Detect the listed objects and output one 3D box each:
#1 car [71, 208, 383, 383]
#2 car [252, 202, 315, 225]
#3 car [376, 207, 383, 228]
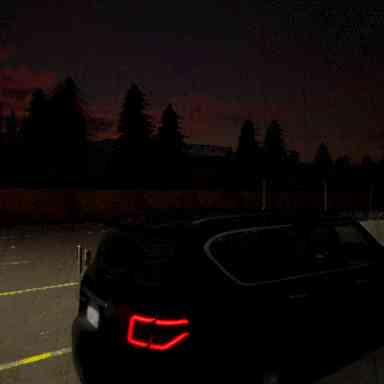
[{"bbox_3d":[1.268,1.247,4.632,5.566,2.045,2.150,0,0,-35],"label":"car"},{"bbox_3d":[7.223,1.631,26.140,4.902,1.511,2.128,0,0,-35],"label":"car"},{"bbox_3d":[14.703,1.723,22.824,4.181,1.385,1.994,0,0,-35],"label":"car"}]
